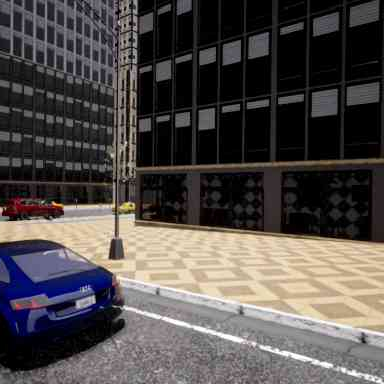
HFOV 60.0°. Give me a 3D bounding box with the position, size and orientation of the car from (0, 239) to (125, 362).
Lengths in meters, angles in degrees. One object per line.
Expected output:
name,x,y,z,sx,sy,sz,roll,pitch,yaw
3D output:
car,-3.195,1.561,5.944,4.181,1.385,1.994,0,0,34

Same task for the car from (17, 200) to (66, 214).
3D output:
car,-17.332,1.643,38.515,1.752,1.417,4.829,1,0,36

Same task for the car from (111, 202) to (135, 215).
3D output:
car,-7.036,1.830,38.390,1.752,1.417,4.829,1,0,36

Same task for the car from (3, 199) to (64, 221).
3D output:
car,-13.799,1.520,29.153,2.192,1.841,5.009,1,0,36
